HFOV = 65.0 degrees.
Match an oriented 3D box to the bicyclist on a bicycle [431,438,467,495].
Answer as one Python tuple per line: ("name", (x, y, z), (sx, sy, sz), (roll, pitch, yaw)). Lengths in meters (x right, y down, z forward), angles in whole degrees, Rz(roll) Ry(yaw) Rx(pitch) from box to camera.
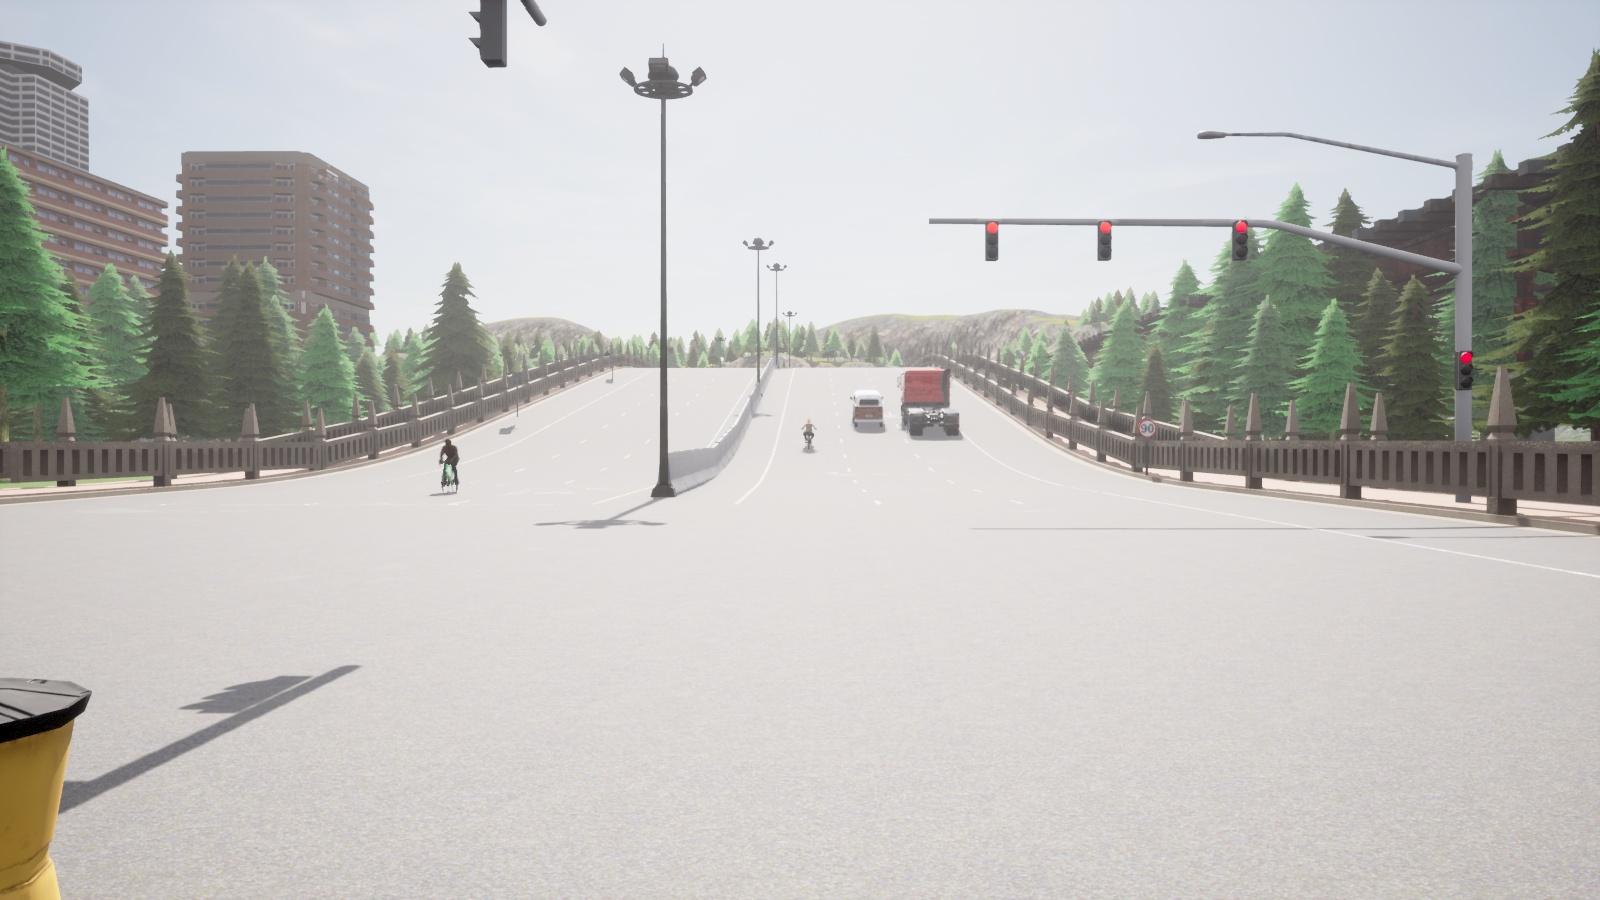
("bicyclist on a bicycle", (-10.273, 0.477, 36.768), (0.582, 1.620, 1.656), (0, 1, 0))

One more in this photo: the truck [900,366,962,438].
("truck", (7.565, -2.928, 73.565), (2.891, 3.462, 7.936), (0, 8, 1))

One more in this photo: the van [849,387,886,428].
("van", (4.098, -2.608, 76.517), (2.069, 2.038, 4.480), (0, 8, 1))
